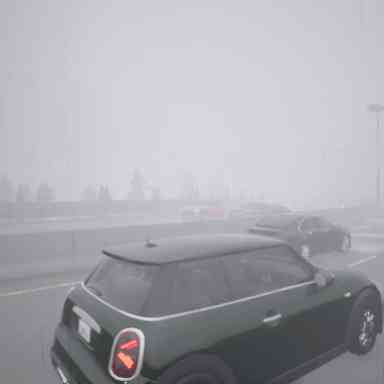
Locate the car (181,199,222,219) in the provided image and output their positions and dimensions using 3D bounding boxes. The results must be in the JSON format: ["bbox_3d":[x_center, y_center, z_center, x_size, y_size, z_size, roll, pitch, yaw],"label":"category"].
[{"bbox_3d":[1.092,1.411,28.984,2.097,1.767,4.553,0,0,41],"label":"car"}]

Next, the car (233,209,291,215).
[{"bbox_3d":[3.843,1.507,11.703,4.892,1.490,1.837,0,0,-42],"label":"car"}]

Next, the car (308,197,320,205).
[{"bbox_3d":[24.031,1.698,65.413,1.882,1.535,5.008,0,0,14],"label":"car"}]

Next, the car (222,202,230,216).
[{"bbox_3d":[4.921,1.548,28.040,1.837,1.490,4.892,0,0,40],"label":"car"}]

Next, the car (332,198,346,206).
[{"bbox_3d":[25.704,1.713,58.427,1.994,1.385,4.181,0,0,18],"label":"car"}]

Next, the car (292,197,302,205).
[{"bbox_3d":[20.568,1.733,65.994,1.837,1.490,4.892,0,0,14],"label":"car"}]

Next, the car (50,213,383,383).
[{"bbox_3d":[0.650,1.356,4.507,4.553,1.767,2.097,0,0,-37],"label":"car"}]

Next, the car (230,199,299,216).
[{"bbox_3d":[5.113,1.517,23.017,2.128,1.511,4.902,0,0,43],"label":"car"}]
